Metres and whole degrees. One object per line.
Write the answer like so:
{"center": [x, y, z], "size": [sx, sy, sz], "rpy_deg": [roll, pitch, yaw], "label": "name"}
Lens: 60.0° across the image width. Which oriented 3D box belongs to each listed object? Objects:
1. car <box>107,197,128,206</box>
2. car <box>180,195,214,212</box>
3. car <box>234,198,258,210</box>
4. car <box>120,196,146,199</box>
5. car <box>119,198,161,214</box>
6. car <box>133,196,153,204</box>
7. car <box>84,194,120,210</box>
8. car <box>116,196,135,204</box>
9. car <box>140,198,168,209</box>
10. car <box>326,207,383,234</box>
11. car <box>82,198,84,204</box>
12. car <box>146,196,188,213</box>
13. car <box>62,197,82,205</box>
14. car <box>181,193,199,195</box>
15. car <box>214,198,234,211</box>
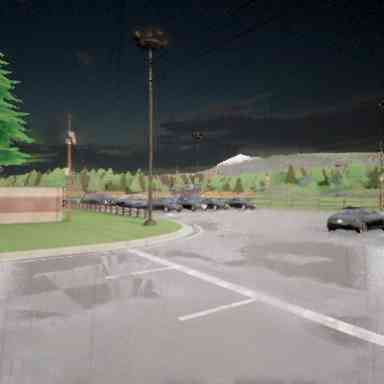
{"center": [-12.806, 1.566, 57.002], "size": [1.994, 1.385, 4.181], "rpy_deg": [0, 0, -36], "label": "car"}
{"center": [-0.031, 1.492, 39.281], "size": [2.128, 1.511, 4.902], "rpy_deg": [0, 0, -36], "label": "car"}
{"center": [6.212, 1.504, 42.600], "size": [1.837, 1.490, 4.892], "rpy_deg": [0, 0, -36], "label": "car"}
{"center": [-8.350, 1.492, 44.839], "size": [2.128, 1.511, 4.902], "rpy_deg": [0, 0, -34], "label": "car"}
{"center": [-5.587, 1.601, 35.013], "size": [1.895, 1.301, 4.718], "rpy_deg": [0, 0, -36], "label": "car"}
{"center": [-9.525, 1.527, 64.506], "size": [1.812, 1.442, 4.674], "rpy_deg": [0, 0, -35], "label": "car"}
{"center": [-11.879, 1.224, 43.724], "size": [2.150, 2.045, 5.566], "rpy_deg": [0, 0, -36], "label": "car"}
{"center": [-12.607, 1.527, 62.791], "size": [1.812, 1.442, 4.674], "rpy_deg": [0, 0, -34], "label": "car"}
{"center": [-5.434, 1.601, 46.758], "size": [1.895, 1.301, 4.718], "rpy_deg": [0, 0, -36], "label": "car"}
{"center": [9.668, 1.563, 19.230], "size": [4.181, 1.385, 1.994], "rpy_deg": [0, 0, -35], "label": "car"}
{"center": [-17.782, 1.549, 57.950], "size": [2.033, 1.411, 5.357], "rpy_deg": [0, 0, -35], "label": "car"}
{"center": [-2.890, 1.505, 37.258], "size": [1.837, 1.490, 4.892], "rpy_deg": [0, 0, -36], "label": "car"}
{"center": [-20.631, 1.566, 55.890], "size": [1.994, 1.385, 4.181], "rpy_deg": [0, 0, -35], "label": "car"}
{"center": [0.153, 1.215, 50.996], "size": [2.150, 2.045, 5.566], "rpy_deg": [0, 1, -35], "label": "car"}
{"center": [2.646, 1.504, 41.556], "size": [1.837, 1.490, 4.892], "rpy_deg": [0, 0, -36], "label": "car"}
